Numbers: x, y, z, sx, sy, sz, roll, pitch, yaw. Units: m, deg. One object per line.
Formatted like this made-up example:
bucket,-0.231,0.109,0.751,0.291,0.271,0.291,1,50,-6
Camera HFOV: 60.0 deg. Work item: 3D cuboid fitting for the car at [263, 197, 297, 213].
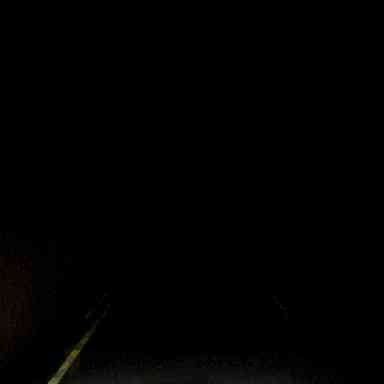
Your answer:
car,10.304,1.606,37.896,1.895,1.301,4.718,0,0,37

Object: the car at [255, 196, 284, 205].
car,13.634,1.511,58.371,4.892,1.490,1.837,0,0,-29

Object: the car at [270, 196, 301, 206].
car,15.577,1.498,55.412,4.902,1.511,2.128,0,0,-28

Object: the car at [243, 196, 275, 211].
car,8.144,1.483,40.636,1.882,1.535,5.008,0,0,39
